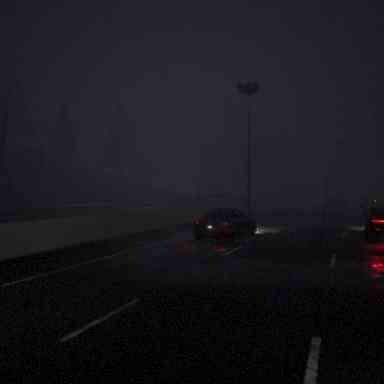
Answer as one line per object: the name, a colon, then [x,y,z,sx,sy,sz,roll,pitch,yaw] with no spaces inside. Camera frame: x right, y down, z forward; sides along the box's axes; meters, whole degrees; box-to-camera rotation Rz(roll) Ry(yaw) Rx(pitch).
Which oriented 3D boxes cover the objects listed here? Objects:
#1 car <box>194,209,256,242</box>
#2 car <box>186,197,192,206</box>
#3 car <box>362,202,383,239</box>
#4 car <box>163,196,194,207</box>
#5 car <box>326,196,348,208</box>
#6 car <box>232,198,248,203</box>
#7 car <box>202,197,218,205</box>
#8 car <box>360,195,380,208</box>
car: [1.732,1.522,16.443,1.994,1.385,4.181,0,0,27]
car: [0.900,1.443,49.122,1.812,1.442,4.674,0,0,35]
car: [9.634,1.449,16.451,1.837,1.490,4.892,0,0,28]
car: [-2.033,1.380,51.035,2.128,1.511,4.902,0,0,35]
car: [19.640,1.339,44.858,1.882,1.535,5.008,0,0,37]
car: [6.631,1.482,45.102,2.033,1.411,5.357,0,0,35]
car: [3.748,1.183,47.087,2.150,2.045,5.566,0,0,35]
car: [23.820,1.208,44.419,2.097,1.767,4.553,0,0,34]
